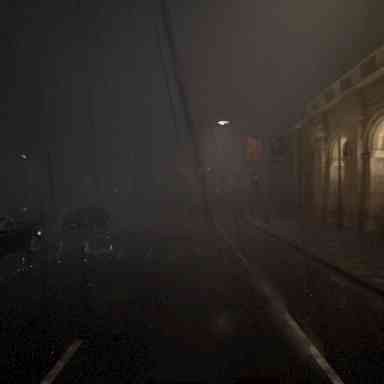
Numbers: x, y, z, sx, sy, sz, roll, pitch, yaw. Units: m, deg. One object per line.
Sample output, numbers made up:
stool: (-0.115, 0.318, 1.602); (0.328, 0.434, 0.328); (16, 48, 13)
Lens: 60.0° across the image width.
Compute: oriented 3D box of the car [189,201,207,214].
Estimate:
car: (0.772, 1.871, 39.934); (2.128, 1.511, 4.902); (0, 0, 5)

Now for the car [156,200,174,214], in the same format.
car: (-3.249, 1.732, 40.296); (2.097, 1.767, 4.553); (0, -1, -3)

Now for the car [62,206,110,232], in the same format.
car: (-6.813, 1.685, 21.821); (1.882, 1.535, 5.008); (0, -1, 1)

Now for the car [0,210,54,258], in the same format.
car: (-6.962, 1.601, 11.412); (2.128, 1.511, 4.902); (0, -1, 1)

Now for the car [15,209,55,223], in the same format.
car: (-10.328, 1.743, 20.526); (2.033, 1.411, 5.357); (0, -1, 1)
